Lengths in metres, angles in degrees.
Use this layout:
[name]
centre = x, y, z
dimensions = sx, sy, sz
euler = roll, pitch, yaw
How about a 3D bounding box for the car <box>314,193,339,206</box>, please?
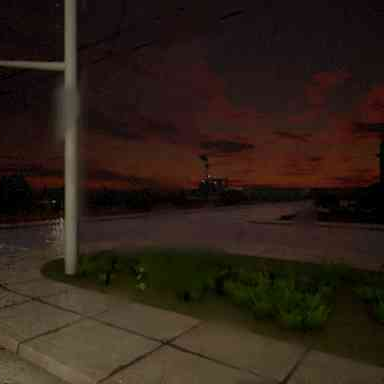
[car]
centre = 17.610, 1.141, 43.617
dimensions = 1.905, 1.878, 3.866
euler = -6, -1, -8
